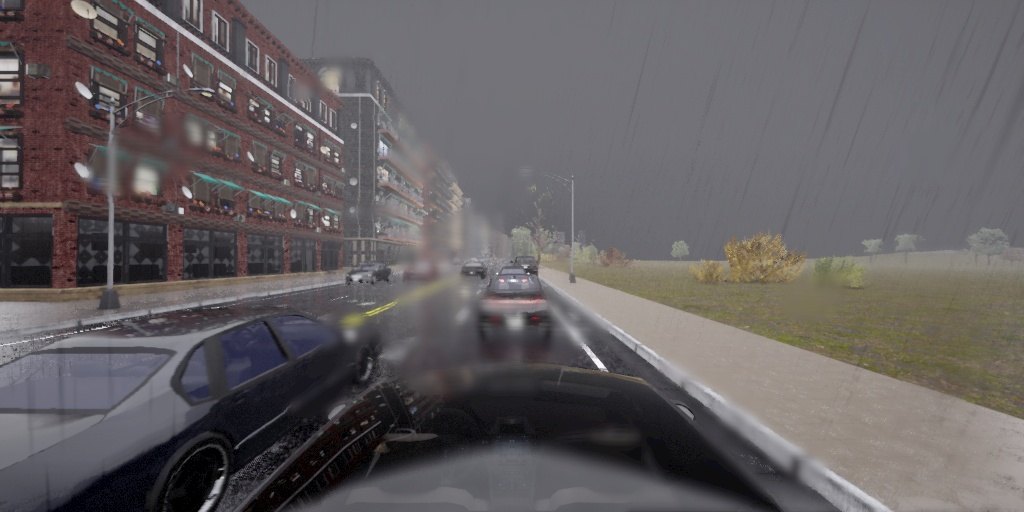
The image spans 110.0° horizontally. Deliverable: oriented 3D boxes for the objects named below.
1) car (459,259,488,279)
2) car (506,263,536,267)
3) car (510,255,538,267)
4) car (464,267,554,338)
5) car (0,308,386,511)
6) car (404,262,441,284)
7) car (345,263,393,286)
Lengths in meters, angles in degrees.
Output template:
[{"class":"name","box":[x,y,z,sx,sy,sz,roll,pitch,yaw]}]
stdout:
[{"class":"car","box":[-3.239,1.228,31.932,1.882,1.535,5.008,0,0,0]},{"class":"car","box":[0.049,1.298,20.689,2.033,1.411,5.357,0,0,0]},{"class":"car","box":[1.052,0.976,30.902,2.150,2.045,5.566,0,0,0]},{"class":"car","box":[0.076,1.242,10.249,2.128,1.511,4.902,0,0,0]},{"class":"car","box":[-3.157,1.297,3.916,2.033,1.411,5.357,0,0,0]},{"class":"car","box":[-6.673,1.228,27.071,1.882,1.535,5.008,0,0,0]},{"class":"car","box":[-9.920,1.242,25.217,2.128,1.511,4.902,0,0,0]}]
